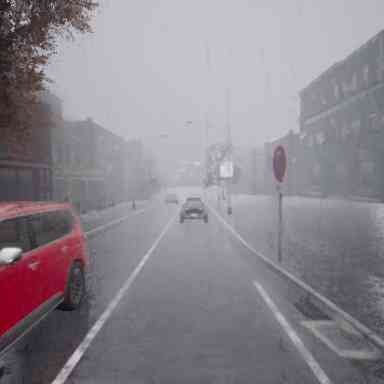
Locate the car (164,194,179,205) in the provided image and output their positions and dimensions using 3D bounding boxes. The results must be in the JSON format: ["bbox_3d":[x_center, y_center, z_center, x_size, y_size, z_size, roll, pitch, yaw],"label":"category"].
[{"bbox_3d":[-2.896,1.048,48.027,1.837,1.490,4.892,0,1,1],"label":"car"}]

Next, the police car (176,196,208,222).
[{"bbox_3d":[0.147,1.333,24.611,2.038,1.542,4.974,0,1,0],"label":"police car"}]

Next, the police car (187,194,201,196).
[{"bbox_3d":[0.249,1.028,43.180,1.930,1.638,5.238,0,1,0],"label":"police car"}]

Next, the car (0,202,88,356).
[{"bbox_3d":[-3.243,1.210,4.752,2.150,2.045,5.566,0,0,0],"label":"car"}]
